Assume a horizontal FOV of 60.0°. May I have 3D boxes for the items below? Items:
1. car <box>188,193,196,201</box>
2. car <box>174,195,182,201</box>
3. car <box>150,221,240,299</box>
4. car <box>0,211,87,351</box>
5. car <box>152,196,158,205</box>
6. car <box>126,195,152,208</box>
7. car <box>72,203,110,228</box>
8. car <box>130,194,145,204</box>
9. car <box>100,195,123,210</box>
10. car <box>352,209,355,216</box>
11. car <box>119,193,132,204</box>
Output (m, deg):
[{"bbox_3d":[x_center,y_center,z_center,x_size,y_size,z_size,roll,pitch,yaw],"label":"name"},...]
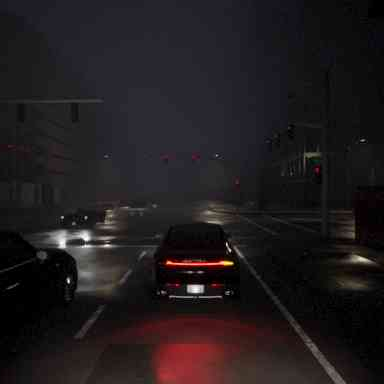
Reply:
[{"bbox_3d":[-0.004,1.225,84.459,2.150,2.045,5.566,0,0,1],"label":"car"},{"bbox_3d":[-3.507,1.553,84.235,1.994,1.385,4.181,0,0,1],"label":"car"},{"bbox_3d":[0.082,1.505,8.441,1.837,1.490,4.892,0,0,0],"label":"car"},{"bbox_3d":[-3.445,1.352,5.119,2.097,1.767,4.553,0,0,0],"label":"car"},{"bbox_3d":[-7.343,1.478,60.356,1.882,1.535,5.008,0,1,1],"label":"car"},{"bbox_3d":[-7.474,1.547,47.496,2.033,1.411,5.357,0,0,0],"label":"car"},{"bbox_3d":[-7.210,1.625,22.427,1.895,1.301,4.718,0,0,-1],"label":"car"},{"bbox_3d":[-10.743,1.352,65.760,2.097,1.767,4.553,0,0,1],"label":"car"},{"bbox_3d":[-10.962,1.478,44.314,1.882,1.535,5.008,0,0,0],"label":"car"},{"bbox_3d":[15.976,1.656,27.665,4.718,1.301,1.895,0,0,0],"label":"car"},{"bbox_3d":[-10.930,1.221,54.134,2.150,2.045,5.566,0,0,1],"label":"car"}]
